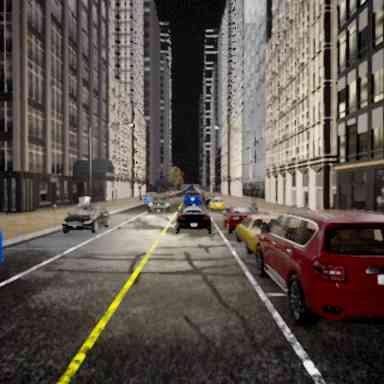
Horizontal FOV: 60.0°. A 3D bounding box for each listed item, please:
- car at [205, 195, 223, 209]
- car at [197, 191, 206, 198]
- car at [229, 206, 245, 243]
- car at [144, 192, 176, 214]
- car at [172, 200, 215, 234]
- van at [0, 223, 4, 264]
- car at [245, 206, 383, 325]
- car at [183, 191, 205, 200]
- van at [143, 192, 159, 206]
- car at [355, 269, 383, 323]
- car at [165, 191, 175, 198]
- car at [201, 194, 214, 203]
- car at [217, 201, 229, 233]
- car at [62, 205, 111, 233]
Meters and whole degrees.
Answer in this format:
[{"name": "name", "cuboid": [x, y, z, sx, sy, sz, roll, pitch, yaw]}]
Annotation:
[{"name": "car", "cuboid": [2.672, 1.259, 35.606, 1.752, 1.417, 4.829, 0, 0, 0]}, {"name": "car", "cuboid": [2.650, 0.562, 92.416, 2.192, 1.841, 5.009, 0, 1, 0]}, {"name": "car", "cuboid": [2.680, 1.431, 12.813, 1.752, 1.417, 4.829, 0, 0, 0]}, {"name": "car", "cuboid": [-3.014, 1.113, 32.189, 2.097, 1.767, 4.553, 0, 0, 0]}, {"name": "car", "cuboid": [0.089, 1.392, 18.252, 1.812, 1.442, 4.674, 0, 0, 0]}, {"name": "van", "cuboid": [-5.699, 1.291, 6.946, 1.690, 1.788, 3.998, 0, 0, 0]}, {"name": "car", "cuboid": [2.682, 1.264, 6.944, 2.192, 1.841, 5.009, 0, 0, 0]}, {"name": "car", "cuboid": [0.085, 0.929, 38.923, 2.150, 2.045, 5.566, 0, 0, 0]}, {"name": "van", "cuboid": [-5.714, 0.985, 46.832, 1.690, 1.788, 3.998, 0, 0, 0]}, {"name": "car", "cuboid": [2.685, 1.534, 1.247, 1.887, 1.381, 4.507, 0, 0, 0]}, {"name": "car", "cuboid": [-5.728, 0.616, 86.718, 2.192, 1.841, 5.009, 0, 1, 0]}, {"name": "car", "cuboid": [2.664, 1.114, 58.229, 1.947, 1.339, 4.313, 0, 0, 0]}, {"name": "car", "cuboid": [2.678, 1.410, 18.341, 1.887, 1.381, 4.507, 0, 0, 0]}, {"name": "car", "cuboid": [-5.702, 1.417, 18.340, 2.008, 1.369, 4.403, 0, 0, 0]}]
